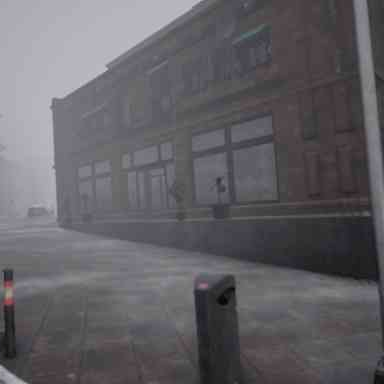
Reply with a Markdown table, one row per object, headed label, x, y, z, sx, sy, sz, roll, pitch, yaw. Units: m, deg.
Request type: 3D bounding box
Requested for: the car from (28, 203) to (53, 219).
| label | x | y | z | sx | sy | sz | roll | pitch | yaw |
| --- | --- | --- | --- | --- | --- | --- | --- | --- | --- |
| car | -16.741 | 2.013 | 36.919 | 1.882 | 1.535 | 5.008 | -3 | 0 | -14 |
